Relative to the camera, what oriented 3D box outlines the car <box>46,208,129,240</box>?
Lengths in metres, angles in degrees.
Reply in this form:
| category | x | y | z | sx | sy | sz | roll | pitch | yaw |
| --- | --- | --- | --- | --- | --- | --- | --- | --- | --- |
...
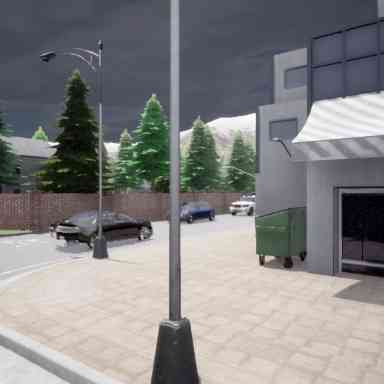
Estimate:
| category | x | y | z | sx | sy | sz | roll | pitch | yaw |
| --- | --- | --- | --- | --- | --- | --- | --- | --- | --- |
| car | -5.893 | 1.741 | 19.181 | 1.994 | 1.385 | 4.181 | 0 | 0 | 37 |

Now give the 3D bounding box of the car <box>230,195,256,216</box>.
| category | x | y | z | sx | sy | sz | roll | pitch | yaw |
| --- | --- | --- | --- | --- | --- | --- | --- | --- | --- |
| car | 6.137 | 1.398 | 35.409 | 2.150 | 2.045 | 5.566 | 0 | 0 | 36 |

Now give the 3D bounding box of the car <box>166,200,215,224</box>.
| category | x | y | z | sx | sy | sz | roll | pitch | yaw |
| --- | --- | --- | --- | --- | --- | --- | --- | --- | --- |
| car | -0.040 | 1.528 | 27.085 | 2.097 | 1.767 | 4.553 | 0 | 0 | 37 |

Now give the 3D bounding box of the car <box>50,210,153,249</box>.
| category | x | y | z | sx | sy | sz | roll | pitch | yaw |
| --- | --- | --- | --- | --- | --- | --- | --- | --- | --- |
| car | -3.913 | 1.668 | 15.639 | 2.128 | 1.511 | 4.902 | 0 | 0 | 36 |
